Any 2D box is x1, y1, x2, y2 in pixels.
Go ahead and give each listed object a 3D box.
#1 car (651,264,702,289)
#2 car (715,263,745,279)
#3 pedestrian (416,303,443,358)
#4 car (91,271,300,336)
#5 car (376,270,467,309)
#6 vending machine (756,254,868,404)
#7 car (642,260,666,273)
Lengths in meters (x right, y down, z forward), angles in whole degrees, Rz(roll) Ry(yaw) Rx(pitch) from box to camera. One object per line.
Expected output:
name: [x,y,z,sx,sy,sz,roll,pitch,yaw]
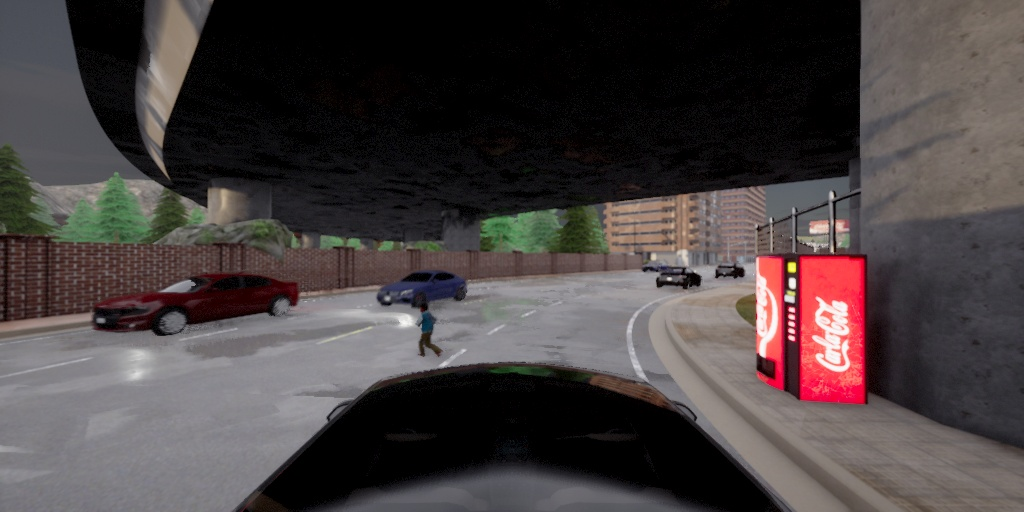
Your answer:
car: [11.349,1.437,24.278,1.994,1.385,4.181,0,0,42]
car: [21.449,1.429,35.218,2.128,1.511,4.902,0,0,43]
pedestrian: [-1.684,1.449,7.088,0.500,1.100,0.500,0,0,11]
car: [-9.007,1.265,10.856,1.882,1.535,5.008,0,0,16]
car: [-3.686,1.341,15.574,1.812,1.442,4.674,0,0,25]
vending machine: [4.175,0.966,5.101,1.100,2.100,0.880,0,0,10]
car: [19.443,1.352,48.612,2.097,1.767,4.553,0,0,43]
